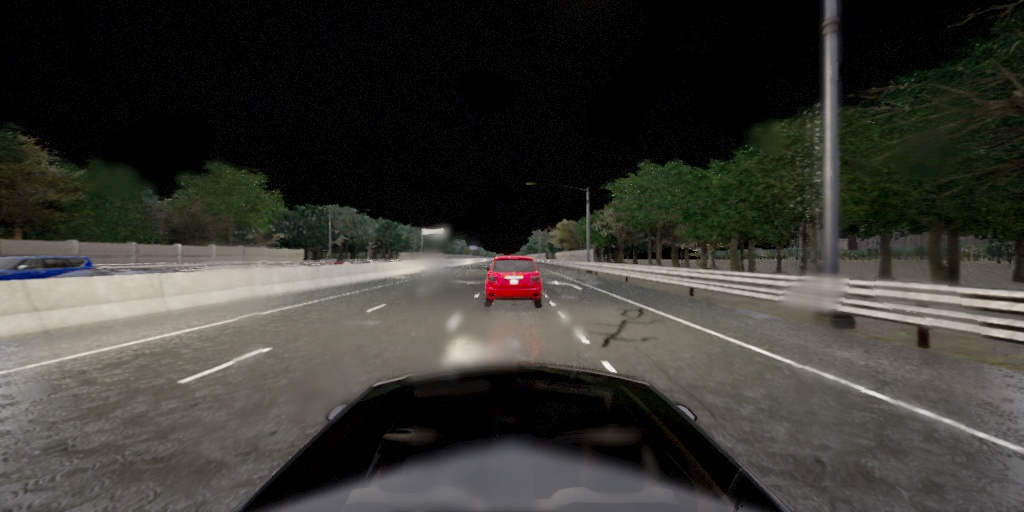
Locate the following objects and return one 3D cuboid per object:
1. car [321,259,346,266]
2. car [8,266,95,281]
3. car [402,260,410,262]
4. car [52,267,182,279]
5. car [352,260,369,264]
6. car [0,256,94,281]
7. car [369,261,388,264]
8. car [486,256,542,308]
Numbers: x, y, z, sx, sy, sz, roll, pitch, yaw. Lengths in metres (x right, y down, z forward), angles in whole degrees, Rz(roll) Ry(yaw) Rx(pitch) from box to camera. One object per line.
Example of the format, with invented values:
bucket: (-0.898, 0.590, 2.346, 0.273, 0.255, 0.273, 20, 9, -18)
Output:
car: (-28.101, 1.232, 56.429, 2.097, 1.767, 4.553, 0, 0, 0)
car: (-21.110, 1.344, 17.898, 1.994, 1.385, 4.181, 0, 0, 0)
car: (-17.608, 1.428, 58.386, 2.033, 1.411, 5.357, 0, 0, 1)
car: (-17.613, 1.326, 17.258, 2.033, 1.411, 5.357, 0, 0, 0)
car: (-24.601, 1.428, 58.353, 2.033, 1.411, 5.357, 0, 0, 0)
car: (-24.611, 1.002, 18.056, 2.150, 2.045, 5.566, 0, 0, 0)
car: (-21.115, 1.443, 58.391, 1.994, 1.385, 4.181, 0, 0, 1)
car: (0.051, 1.032, 15.560, 2.150, 2.045, 5.566, 0, 0, 0)
